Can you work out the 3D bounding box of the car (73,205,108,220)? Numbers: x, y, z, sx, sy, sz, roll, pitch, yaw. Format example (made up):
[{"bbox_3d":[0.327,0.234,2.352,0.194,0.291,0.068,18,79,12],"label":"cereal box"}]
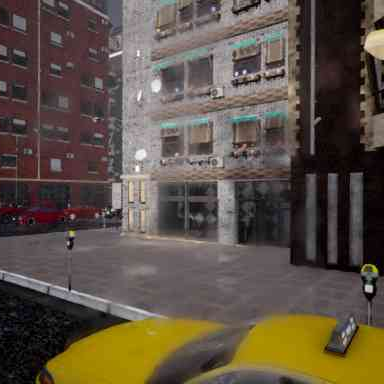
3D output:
[{"bbox_3d":[-10.813,1.923,32.266,1.887,1.381,4.507,-1,-2,35],"label":"car"}]

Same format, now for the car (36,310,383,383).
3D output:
[{"bbox_3d":[0.771,1.525,2.326,4.829,1.417,1.752,0,0,36],"label":"car"}]

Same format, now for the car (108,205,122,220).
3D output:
[{"bbox_3d":[-6.407,1.682,33.972,2.150,2.045,5.566,0,-1,35],"label":"car"}]

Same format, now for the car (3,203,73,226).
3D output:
[{"bbox_3d":[-11.964,1.851,26.152,1.994,1.385,4.181,0,-1,35],"label":"car"}]

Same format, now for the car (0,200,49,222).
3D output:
[{"bbox_3d":[-14.111,1.591,27.628,2.192,1.841,5.009,-1,-2,35],"label":"car"}]
